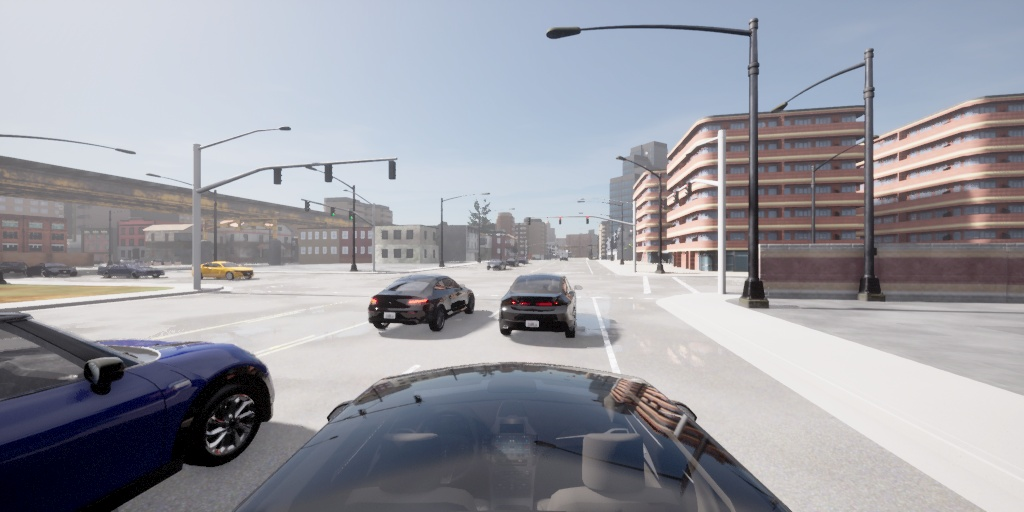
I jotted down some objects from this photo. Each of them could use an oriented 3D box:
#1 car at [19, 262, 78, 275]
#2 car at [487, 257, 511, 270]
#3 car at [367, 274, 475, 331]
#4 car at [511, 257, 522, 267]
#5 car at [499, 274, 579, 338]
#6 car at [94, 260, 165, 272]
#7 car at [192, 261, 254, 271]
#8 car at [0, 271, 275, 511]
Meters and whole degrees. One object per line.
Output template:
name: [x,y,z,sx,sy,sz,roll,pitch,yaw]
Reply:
car: [-43.986,1.314,34.241,4.181,1.385,1.994,0,0,15]
car: [-2.047,1.106,48.090,2.128,1.511,4.902,0,1,11]
car: [-2.540,1.276,10.953,1.812,1.442,4.674,0,0,11]
car: [-0.104,0.944,58.125,1.882,1.535,5.008,0,1,11]
car: [0.906,1.255,10.314,1.837,1.490,4.892,0,0,11]
car: [-34.267,1.297,32.211,5.357,1.411,2.033,0,0,9]
car: [-24.608,1.228,30.581,5.008,1.535,1.882,0,0,10]
car: [-3.858,1.102,2.175,2.097,1.767,4.553,0,0,6]
